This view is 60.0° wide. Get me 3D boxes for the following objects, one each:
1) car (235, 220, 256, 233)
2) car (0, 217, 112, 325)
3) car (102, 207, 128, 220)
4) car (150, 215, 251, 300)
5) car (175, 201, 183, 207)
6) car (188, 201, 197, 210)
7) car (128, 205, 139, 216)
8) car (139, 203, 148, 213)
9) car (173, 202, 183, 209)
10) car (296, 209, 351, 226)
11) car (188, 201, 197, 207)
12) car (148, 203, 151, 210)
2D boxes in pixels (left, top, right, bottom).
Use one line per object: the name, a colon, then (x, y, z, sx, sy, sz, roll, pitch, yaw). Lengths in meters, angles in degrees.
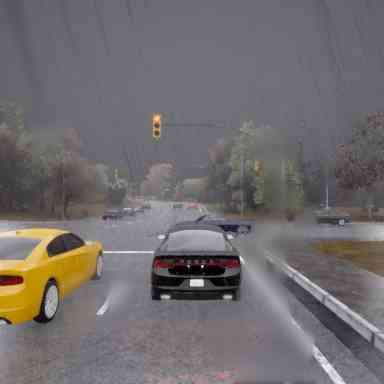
car: (1.550, 2.076, 20.862, 4.718, 1.301, 1.895, 0, -2, 1)
car: (-3.408, 1.543, 7.336, 1.882, 1.535, 5.008, 0, -1, 0)
car: (-10.535, 3.005, 44.796, 2.033, 1.411, 5.357, 0, -2, 1)
car: (0.098, 1.566, 8.579, 1.882, 1.535, 5.008, 0, -1, 0)
car: (-3.471, 3.173, 86.790, 1.994, 1.385, 4.181, 0, 0, -3)
car: (0.131, 3.047, 76.210, 2.097, 1.767, 4.553, 0, 0, 0)
car: (-10.491, 3.215, 54.667, 1.812, 1.442, 4.674, 0, -1, 0)
car: (-10.431, 3.251, 64.771, 2.128, 1.511, 4.902, 0, 0, 1)
car: (-3.370, 3.189, 76.721, 1.837, 1.490, 4.892, 0, 0, 0)
car: (12.449, 2.441, 31.612, 4.892, 1.490, 1.837, 0, -2, 0)
car: (0.045, 3.168, 86.367, 2.033, 1.411, 5.357, 0, 0, -3)
car: (-10.372, 3.236, 75.352, 2.033, 1.411, 5.357, 0, 0, 0)
